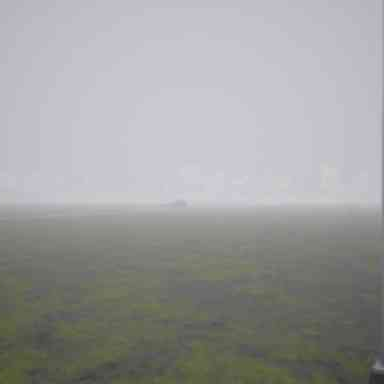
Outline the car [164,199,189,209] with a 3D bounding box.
[{"bbox_3d":[-2.537,1.886,53.953,1.882,1.535,5.008,-1,-1,36],"label":"car"}]
